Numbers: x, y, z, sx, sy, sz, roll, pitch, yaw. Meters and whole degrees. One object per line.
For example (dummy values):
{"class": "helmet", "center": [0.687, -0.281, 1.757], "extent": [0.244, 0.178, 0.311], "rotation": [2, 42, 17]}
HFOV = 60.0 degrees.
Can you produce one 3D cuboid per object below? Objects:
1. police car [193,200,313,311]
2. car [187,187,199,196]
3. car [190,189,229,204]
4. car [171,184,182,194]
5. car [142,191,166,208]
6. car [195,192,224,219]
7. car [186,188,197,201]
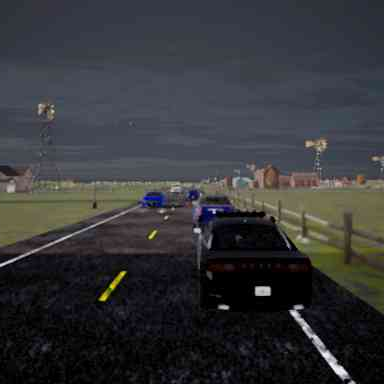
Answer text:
{"class": "police car", "center": [1.073, 1.220, 7.587], "extent": [1.930, 1.638, 5.238], "rotation": [0, 1, 0]}
{"class": "car", "center": [0.158, -0.074, 62.078], "extent": [2.128, 1.511, 4.902], "rotation": [0, 1, 0]}
{"class": "car", "center": [1.096, 0.890, 17.443], "extent": [2.097, 1.767, 4.553], "rotation": [0, 1, 0]}
{"class": "car", "center": [-3.317, -0.619, 72.318], "extent": [2.150, 2.045, 5.566], "rotation": [0, 1, 0]}
{"class": "car", "center": [-3.509, 0.667, 31.397], "extent": [1.882, 1.535, 5.008], "rotation": [0, 1, 0]}
{"class": "car", "center": [1.113, 0.836, 23.663], "extent": [1.801, 1.575, 5.366], "rotation": [0, 1, 0]}
{"class": "car", "center": [0.145, 0.392, 44.216], "extent": [1.812, 1.442, 4.674], "rotation": [0, 1, 1]}
